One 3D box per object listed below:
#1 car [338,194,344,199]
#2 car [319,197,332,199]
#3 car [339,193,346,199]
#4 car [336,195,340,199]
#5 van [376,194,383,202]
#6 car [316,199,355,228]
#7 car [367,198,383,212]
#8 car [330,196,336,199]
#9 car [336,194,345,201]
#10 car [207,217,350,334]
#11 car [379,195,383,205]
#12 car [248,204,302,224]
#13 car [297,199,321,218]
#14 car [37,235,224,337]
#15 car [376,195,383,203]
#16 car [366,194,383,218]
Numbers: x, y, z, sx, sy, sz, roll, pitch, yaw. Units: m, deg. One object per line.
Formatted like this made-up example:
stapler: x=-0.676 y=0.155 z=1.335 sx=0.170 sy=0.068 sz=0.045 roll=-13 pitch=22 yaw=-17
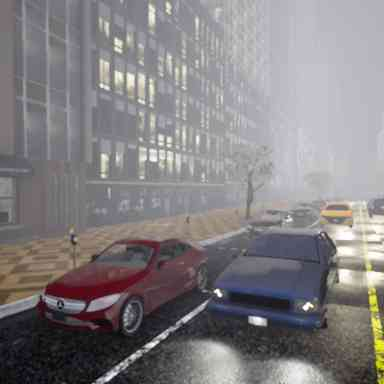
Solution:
car: x=26.945 y=1.500 z=62.670 sx=1.947 sy=1.339 sz=4.313 roll=-1 pitch=0 yaw=27
car: x=14.238 y=1.547 z=37.250 sx=1.802 sy=1.307 sz=4.206 roll=-1 pitch=0 yaw=27
car: x=32.028 y=1.472 z=72.837 sx=2.008 sy=1.369 sz=4.403 roll=-1 pitch=0 yaw=27
car: x=21.786 y=1.472 z=52.350 sx=1.752 sy=1.417 sz=4.829 roll=-1 pitch=0 yaw=27
van: x=42.063 y=1.248 z=74.174 sx=1.690 sy=1.788 sz=3.998 roll=-1 pitch=0 yaw=27
car: x=9.759 y=1.455 z=22.256 sx=1.882 sy=1.535 sz=5.008 roll=0 pitch=0 yaw=27
car: x=21.316 y=1.461 z=38.473 sx=1.837 sy=1.490 sz=4.892 roll=0 pitch=0 yaw=27
car: x=16.778 y=1.399 z=42.335 sx=1.967 sy=1.590 sz=4.097 roll=-1 pitch=0 yaw=27
car: x=37.110 y=1.347 z=83.005 sx=1.967 sy=1.590 sz=4.097 roll=-1 pitch=0 yaw=27
car: x=2.202 y=1.542 z=7.352 sx=2.033 sy=1.411 sz=5.357 roll=0 pitch=0 yaw=27
car: x=34.440 y=1.367 z=58.923 sx=1.967 sy=1.590 sz=4.097 roll=-1 pitch=0 yaw=27
car: x=4.071 y=1.538 z=16.916 sx=2.008 sy=1.369 sz=4.403 roll=-1 pitch=0 yaw=27
car: x=9.155 y=1.527 z=27.083 sx=2.008 sy=1.369 sz=4.403 roll=-1 pitch=0 yaw=27
car: x=-1.011 y=1.581 z=6.748 sx=1.802 sy=1.307 sz=4.206 roll=-1 pitch=0 yaw=27
car: x=39.523 y=1.353 z=69.090 sx=1.967 sy=1.590 sz=4.097 roll=-1 pitch=0 yaw=27
car: x=16.787 y=1.319 z=29.401 sx=2.097 sy=1.767 sz=4.553 roll=0 pitch=0 yaw=27
